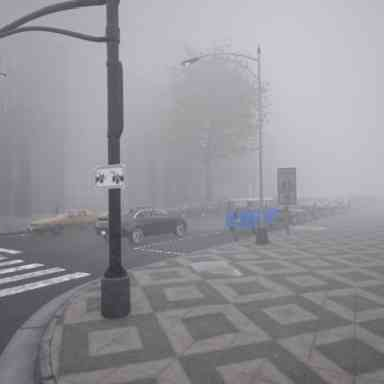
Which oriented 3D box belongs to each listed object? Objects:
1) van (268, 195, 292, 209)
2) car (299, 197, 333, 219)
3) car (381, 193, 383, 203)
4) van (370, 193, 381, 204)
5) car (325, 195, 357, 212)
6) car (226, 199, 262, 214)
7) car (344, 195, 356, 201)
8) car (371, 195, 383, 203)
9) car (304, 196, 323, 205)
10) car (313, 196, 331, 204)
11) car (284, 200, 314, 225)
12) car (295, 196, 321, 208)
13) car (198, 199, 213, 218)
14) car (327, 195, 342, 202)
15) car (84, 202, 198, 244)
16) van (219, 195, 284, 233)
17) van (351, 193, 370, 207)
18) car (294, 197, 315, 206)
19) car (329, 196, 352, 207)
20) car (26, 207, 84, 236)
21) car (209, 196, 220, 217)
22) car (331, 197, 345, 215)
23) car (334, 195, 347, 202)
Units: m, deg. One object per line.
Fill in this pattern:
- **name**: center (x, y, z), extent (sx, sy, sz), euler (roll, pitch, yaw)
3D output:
- **van**: center (11.873, 1.292, 44.734), extent (1.690, 1.788, 3.998), euler (-1, 0, 36)
- **car**: center (9.729, 1.385, 27.163), extent (1.887, 1.381, 4.507), euler (-1, 0, 36)
- **car**: center (31.969, 1.274, 58.053), extent (1.752, 1.417, 4.829), euler (-1, -1, 36)
- **van**: center (28.704, 1.102, 53.524), extent (1.690, 1.788, 3.998), euler (-1, -1, 36)
- **car**: center (16.055, 1.363, 35.949), extent (2.008, 1.369, 4.403), euler (-1, 0, 36)
- **car**: center (5.695, 1.529, 36.148), extent (2.008, 1.369, 4.403), euler (-1, 0, 36)
- **car**: center (39.549, 1.401, 83.168), extent (2.008, 1.369, 4.403), euler (-1, -1, 36)
- **car**: center (35.033, 1.304, 62.308), extent (1.947, 1.339, 4.313), euler (-1, -1, 36)
- **car**: center (21.047, 1.440, 57.471), extent (1.752, 1.417, 4.829), euler (-1, -1, 36)
- **car**: center (24.237, 1.453, 61.901), extent (2.008, 1.369, 4.403), euler (-1, -1, 36)
- **car**: center (6.567, 1.422, 22.770), extent (1.947, 1.339, 4.313), euler (-1, 0, 36)
- **car**: center (15.977, 1.386, 45.707), extent (2.128, 1.511, 4.902), euler (-1, -1, 36)
- **car**: center (-0.485, 1.552, 27.563), extent (1.887, 1.381, 4.507), euler (-1, 0, 36)
- **car**: center (30.005, 1.432, 69.913), extent (2.008, 1.369, 4.403), euler (-1, -1, 36)
- **car**: center (-2.156, 1.429, 15.387), extent (2.128, 1.511, 4.902), euler (-1, -1, 36)
- **van**: center (3.401, 1.213, 18.379), extent (1.690, 1.788, 3.998), euler (-1, 0, 36)
- **van**: center (22.378, 1.127, 44.737), extent (1.690, 1.788, 3.998), euler (-1, 0, 36)
- **car**: center (18.056, 1.492, 53.316), extent (1.947, 1.339, 4.313), euler (-1, 0, 36)
- **car**: center (21.820, 1.376, 48.686), extent (2.033, 1.411, 5.357), euler (-1, -1, 36)
- **car**: center (-6.772, 1.564, 18.843), extent (1.752, 1.417, 4.829), euler (-1, 0, 36)
- **car**: center (2.602, 1.307, 31.857), extent (2.192, 1.841, 5.009), euler (-1, 0, 36)
- **car**: center (12.893, 1.408, 31.557), extent (1.802, 1.307, 4.206), euler (-1, 0, 36)
- **car**: center (33.187, 1.416, 74.331), extent (1.887, 1.381, 4.507), euler (-1, -1, 36)
